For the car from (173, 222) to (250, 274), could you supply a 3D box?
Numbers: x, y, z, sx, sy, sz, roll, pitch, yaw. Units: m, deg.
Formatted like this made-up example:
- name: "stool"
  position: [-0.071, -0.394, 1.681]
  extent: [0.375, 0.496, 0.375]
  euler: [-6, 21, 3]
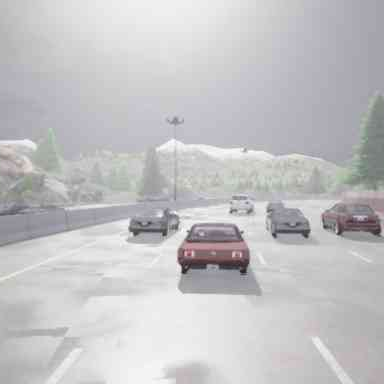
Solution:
- name: "car"
  position: [0.728, 1.615, 10.639]
  extent: [1.895, 1.301, 4.718]
  euler: [0, 0, 5]

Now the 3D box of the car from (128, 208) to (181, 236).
- name: "car"
  position: [-1.916, 1.567, 18.466]
  extent: [2.033, 1.411, 5.357]
  euler: [0, 0, 8]

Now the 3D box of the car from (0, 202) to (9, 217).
- name: "car"
  position: [-14.810, 1.561, 27.303]
  extent: [2.033, 1.411, 5.357]
  euler: [0, 0, 11]

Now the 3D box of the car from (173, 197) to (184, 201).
- name: "car"
  position: [-2.241, 1.674, 65.553]
  extent: [1.895, 1.301, 4.718]
  euler: [0, 0, 26]

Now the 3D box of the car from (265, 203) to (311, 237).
- name: "car"
  position: [5.116, 1.576, 18.154]
  extent: [2.033, 1.411, 5.357]
  euler: [0, 0, 8]

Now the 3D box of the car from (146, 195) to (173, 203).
- name: "car"
  position: [-6.312, 1.546, 65.034]
  extent: [1.882, 1.535, 5.008]
  euler: [0, 0, 24]

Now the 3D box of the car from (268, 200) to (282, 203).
- name: "car"
  position: [9.345, 1.619, 36.912]
  extent: [1.994, 1.385, 4.181]
  euler: [0, 0, 16]

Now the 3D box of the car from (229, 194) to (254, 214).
- name: "car"
  position: [5.493, 1.271, 36.315]
  extent: [2.150, 2.045, 5.566]
  euler: [0, 0, 16]

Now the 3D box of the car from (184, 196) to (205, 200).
- name: "car"
  position: [0.828, 1.553, 63.820]
  extent: [1.882, 1.535, 5.008]
  euler: [0, 0, 26]

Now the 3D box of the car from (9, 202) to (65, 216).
- name: "car"
  position: [-11.529, 1.579, 25.584]
  extent: [1.994, 1.385, 4.181]
  euler: [0, 0, 11]

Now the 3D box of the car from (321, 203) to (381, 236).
- name: "car"
  position: [8.809, 1.385, 18.839]
  extent: [2.097, 1.767, 4.553]
  euler: [0, 0, 9]

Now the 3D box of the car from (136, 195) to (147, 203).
- name: "car"
  position: [-9.309, 1.422, 66.929]
  extent: [2.097, 1.767, 4.553]
  euler: [0, 0, 24]
